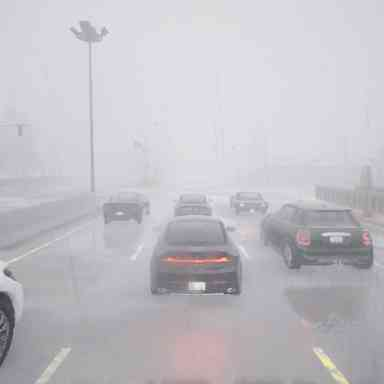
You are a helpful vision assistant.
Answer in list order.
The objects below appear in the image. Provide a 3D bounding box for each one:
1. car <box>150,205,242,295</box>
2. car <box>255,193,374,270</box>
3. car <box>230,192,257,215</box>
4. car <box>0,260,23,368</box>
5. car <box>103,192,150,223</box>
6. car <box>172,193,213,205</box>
[{"bbox_3d":[0.075,1.335,8.321,1.837,1.490,4.892,0,2,0],"label":"car"},{"bbox_3d":[3.564,1.098,10.353,2.097,1.767,4.553,0,3,0],"label":"car"},{"bbox_3d":[3.541,0.627,21.504,1.895,1.301,4.718,0,4,1],"label":"car"},{"bbox_3d":[-3.409,1.207,2.226,2.150,2.045,5.566,0,1,0],"label":"car"},{"bbox_3d":[-3.477,0.723,18.364,1.882,1.535,5.008,0,4,0],"label":"car"},{"bbox_3d":[0.029,0.809,17.524,1.837,1.490,4.892,0,4,0],"label":"car"}]
